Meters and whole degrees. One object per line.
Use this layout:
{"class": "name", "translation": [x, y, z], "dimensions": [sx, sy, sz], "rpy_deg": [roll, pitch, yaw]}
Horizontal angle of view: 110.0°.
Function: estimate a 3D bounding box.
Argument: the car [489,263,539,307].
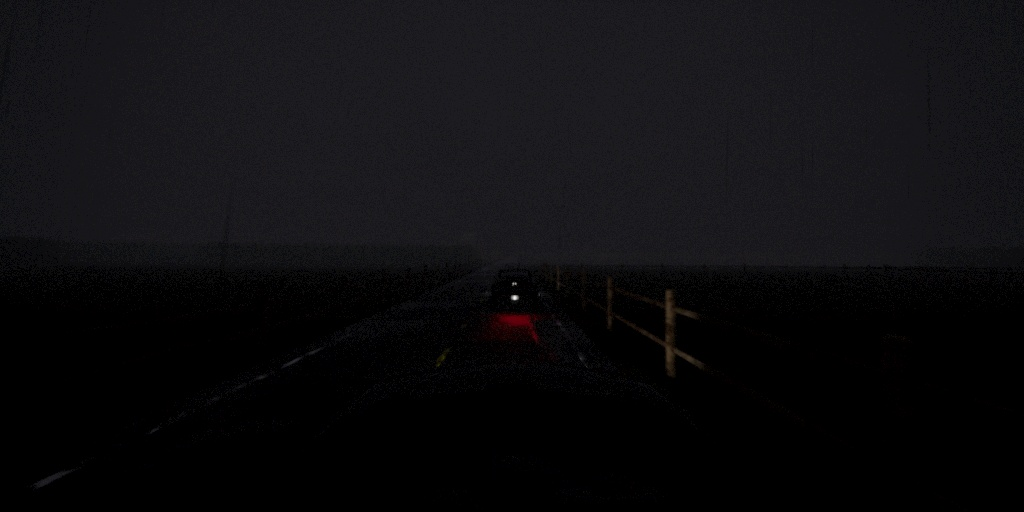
{"class": "car", "translation": [0.103, 1.242, 15.305], "dimensions": [1.837, 1.490, 4.892], "rpy_deg": [0, 0, 0]}
